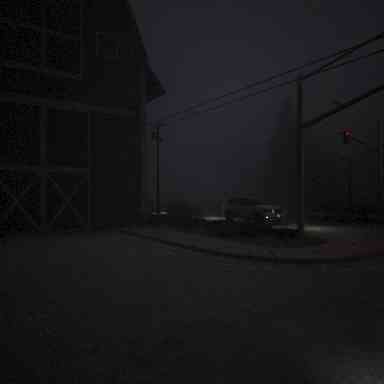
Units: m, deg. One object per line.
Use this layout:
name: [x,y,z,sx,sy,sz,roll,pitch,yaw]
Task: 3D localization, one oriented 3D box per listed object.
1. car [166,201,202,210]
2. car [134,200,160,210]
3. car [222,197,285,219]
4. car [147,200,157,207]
car: [-0.903,1.708,34.735,1.882,1.535,5.008,0,0,-35]
car: [-6.719,1.922,49.571,1.895,1.301,4.718,0,0,-34]
car: [4.737,1.400,26.509,2.150,2.045,5.566,0,0,-34]
car: [-6.290,1.786,42.597,1.837,1.490,4.892,0,0,-34]
